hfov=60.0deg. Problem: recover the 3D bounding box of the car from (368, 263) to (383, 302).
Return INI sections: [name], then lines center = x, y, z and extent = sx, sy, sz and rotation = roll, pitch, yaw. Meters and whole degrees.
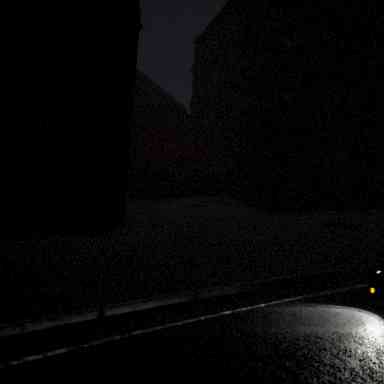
[car]
center = 5.647, 1.634, 6.797
extent = 4.181, 1.385, 1.994
rotation = 1, -1, -26
